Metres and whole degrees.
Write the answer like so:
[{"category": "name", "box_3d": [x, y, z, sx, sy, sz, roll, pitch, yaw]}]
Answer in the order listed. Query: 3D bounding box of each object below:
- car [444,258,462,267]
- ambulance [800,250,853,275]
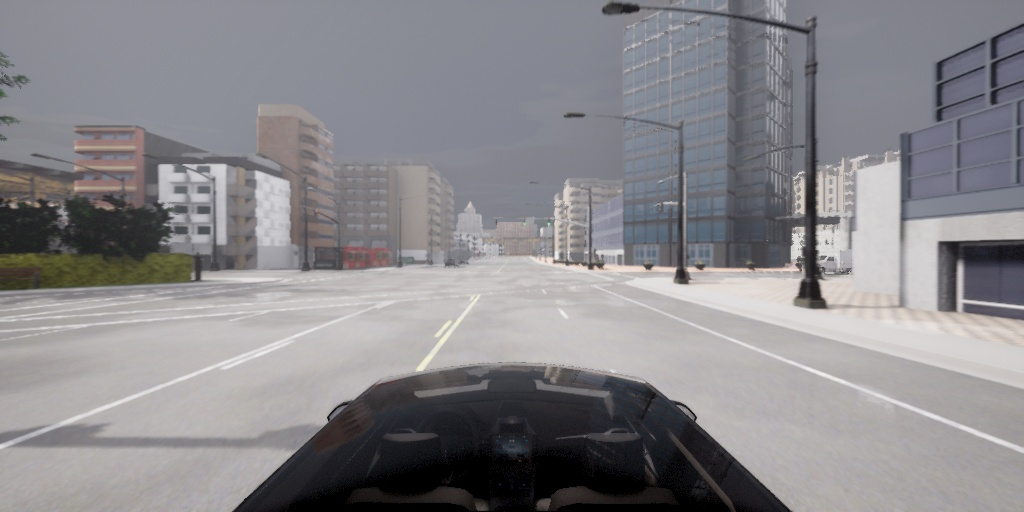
[{"category": "car", "box_3d": [-10.507, 1.176, 62.510, 1.837, 1.490, 4.892, 0, 0, 1]}, {"category": "ambulance", "box_3d": [31.844, 0.608, 34.925, 6.366, 2.431, 2.351, 0, 0, 0]}]
